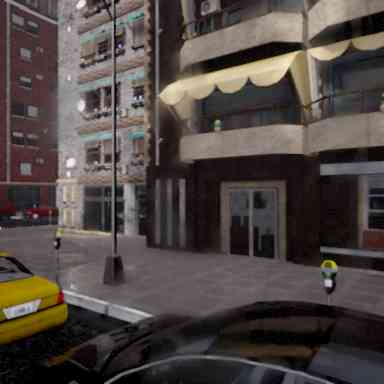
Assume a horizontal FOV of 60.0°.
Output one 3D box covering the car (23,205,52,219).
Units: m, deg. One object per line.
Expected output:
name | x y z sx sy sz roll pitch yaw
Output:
car | -15.856 2.133 35.722 1.887 1.381 4.507 -1 -2 35

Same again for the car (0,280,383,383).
car | 0.564 1.571 2.469 4.313 1.339 1.947 0 0 35

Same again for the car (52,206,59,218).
car | -12.421 2.187 36.074 1.994 1.385 4.181 0 -1 35

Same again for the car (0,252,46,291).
car | -4.167 1.566 5.826 4.829 1.417 1.752 0 0 35

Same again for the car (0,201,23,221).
car | -19.139 1.800 31.074 2.192 1.841 5.009 -1 -2 35
